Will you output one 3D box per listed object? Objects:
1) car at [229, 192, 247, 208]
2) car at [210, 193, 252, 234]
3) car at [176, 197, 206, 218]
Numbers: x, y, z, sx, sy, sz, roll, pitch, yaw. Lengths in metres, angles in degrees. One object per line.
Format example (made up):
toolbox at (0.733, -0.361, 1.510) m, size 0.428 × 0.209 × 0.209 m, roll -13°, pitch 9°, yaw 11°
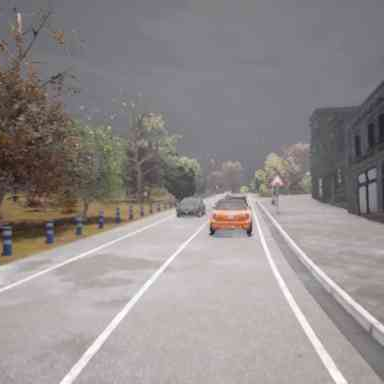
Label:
car at (5.162, 0.874, 37.310) m, size 1.882 × 1.535 × 5.008 m, roll -1°, pitch 1°, yaw 9°
car at (2.166, 1.175, 18.107) m, size 2.097 × 1.767 × 4.553 m, roll 0°, pitch 1°, yaw 8°
car at (-0.027, 1.177, 26.543) m, size 1.837 × 1.490 × 4.892 m, roll 0°, pitch 1°, yaw 9°
